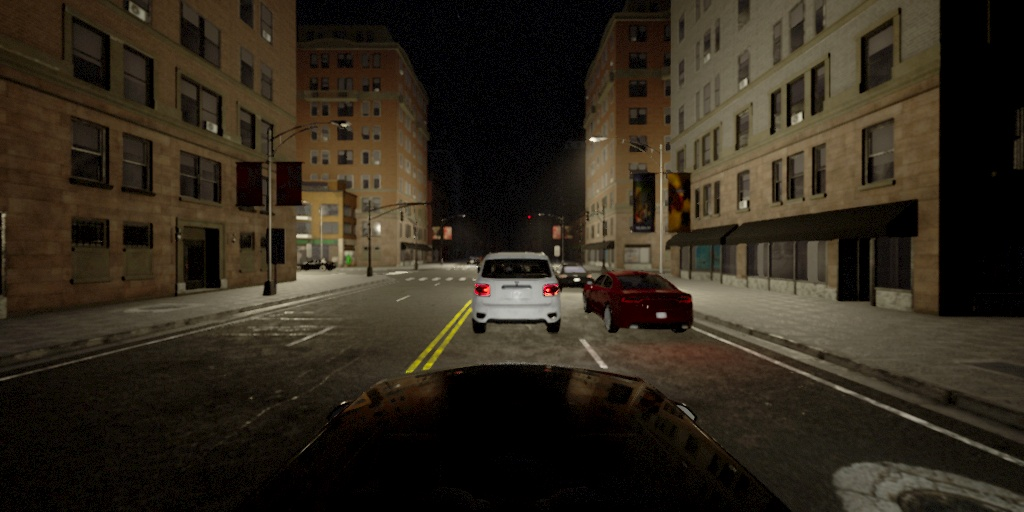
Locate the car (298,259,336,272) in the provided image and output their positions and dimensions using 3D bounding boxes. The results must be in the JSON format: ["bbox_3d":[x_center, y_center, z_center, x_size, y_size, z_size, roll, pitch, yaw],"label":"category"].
[{"bbox_3d":[-22.096,1.035,40.367,4.313,1.339,1.948,0,0,0],"label":"car"}]

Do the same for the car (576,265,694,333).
[{"bbox_3d":[3.356,1.161,10.495,1.882,1.535,5.008,0,0,0],"label":"car"}]

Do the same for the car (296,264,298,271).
[{"bbox_3d":[-22.143,0.939,32.342,4.097,1.591,1.967,0,0,0],"label":"car"}]

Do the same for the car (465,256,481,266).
[{"bbox_3d":[-6.513,0.785,60.923,2.128,1.511,4.902,0,0,1],"label":"car"}]

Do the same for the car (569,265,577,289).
[{"bbox_3d":[3.363,1.171,20.582,1.994,1.385,4.181,0,0,0],"label":"car"}]

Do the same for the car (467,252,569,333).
[{"bbox_3d":[0.109,0.905,10.583,2.150,2.045,5.566,0,1,0],"label":"car"}]
